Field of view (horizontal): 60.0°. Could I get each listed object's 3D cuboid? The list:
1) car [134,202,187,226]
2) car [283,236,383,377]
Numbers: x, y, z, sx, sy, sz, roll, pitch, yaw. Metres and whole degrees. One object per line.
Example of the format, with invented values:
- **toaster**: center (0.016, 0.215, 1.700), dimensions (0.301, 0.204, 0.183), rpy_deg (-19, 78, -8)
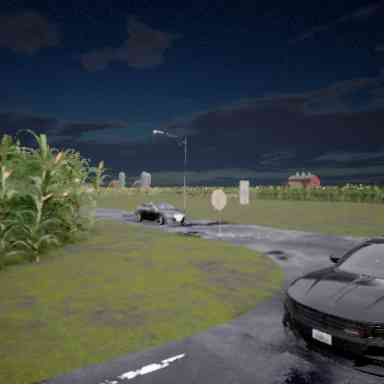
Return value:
- **car**: center (-2.245, 1.438, 22.928), dimensions (2.128, 1.511, 4.902), rpy_deg (0, 0, -36)
- **car**: center (3.625, 1.513, 5.530), dimensions (5.008, 1.535, 1.882), rpy_deg (0, 0, -35)
